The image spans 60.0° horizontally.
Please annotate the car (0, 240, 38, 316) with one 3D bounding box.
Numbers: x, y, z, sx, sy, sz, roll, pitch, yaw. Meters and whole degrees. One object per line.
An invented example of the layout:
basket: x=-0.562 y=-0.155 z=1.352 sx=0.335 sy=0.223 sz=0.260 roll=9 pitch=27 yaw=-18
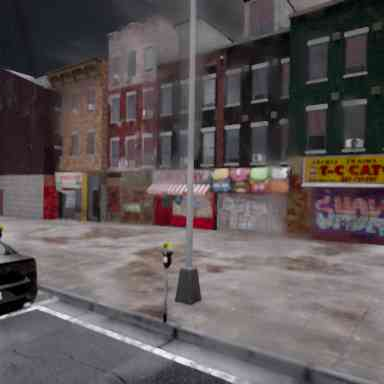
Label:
car: x=-5.052 y=1.466 z=6.547 sx=5.008 sy=1.535 sz=1.882 roll=0 pitch=0 yaw=35
